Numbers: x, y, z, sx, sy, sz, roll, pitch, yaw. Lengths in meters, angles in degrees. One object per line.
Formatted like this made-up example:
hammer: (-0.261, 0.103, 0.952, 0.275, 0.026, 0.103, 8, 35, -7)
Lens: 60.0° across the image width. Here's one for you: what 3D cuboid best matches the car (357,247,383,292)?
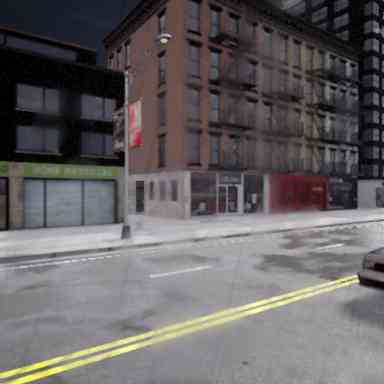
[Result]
car: (5.960, 1.530, 7.697, 5.357, 1.411, 2.033, 0, 0, -35)
